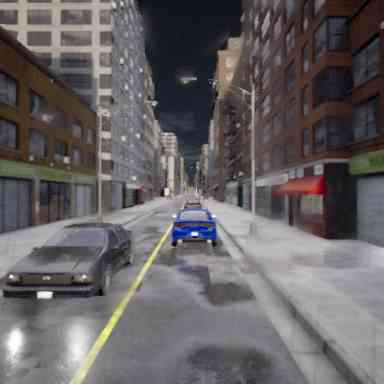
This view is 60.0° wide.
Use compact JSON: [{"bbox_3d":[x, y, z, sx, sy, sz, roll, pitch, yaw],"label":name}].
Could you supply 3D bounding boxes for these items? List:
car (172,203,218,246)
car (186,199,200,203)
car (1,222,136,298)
[{"bbox_3d":[0.106,1.487,15.418,1.882,1.535,5.008,0,0,0],"label":"car"},{"bbox_3d":[0.117,1.514,35.092,2.128,1.511,4.902,0,0,0],"label":"car"},{"bbox_3d":[-2.752,1.553,8.909,2.033,1.411,5.357,0,0,0],"label":"car"}]
